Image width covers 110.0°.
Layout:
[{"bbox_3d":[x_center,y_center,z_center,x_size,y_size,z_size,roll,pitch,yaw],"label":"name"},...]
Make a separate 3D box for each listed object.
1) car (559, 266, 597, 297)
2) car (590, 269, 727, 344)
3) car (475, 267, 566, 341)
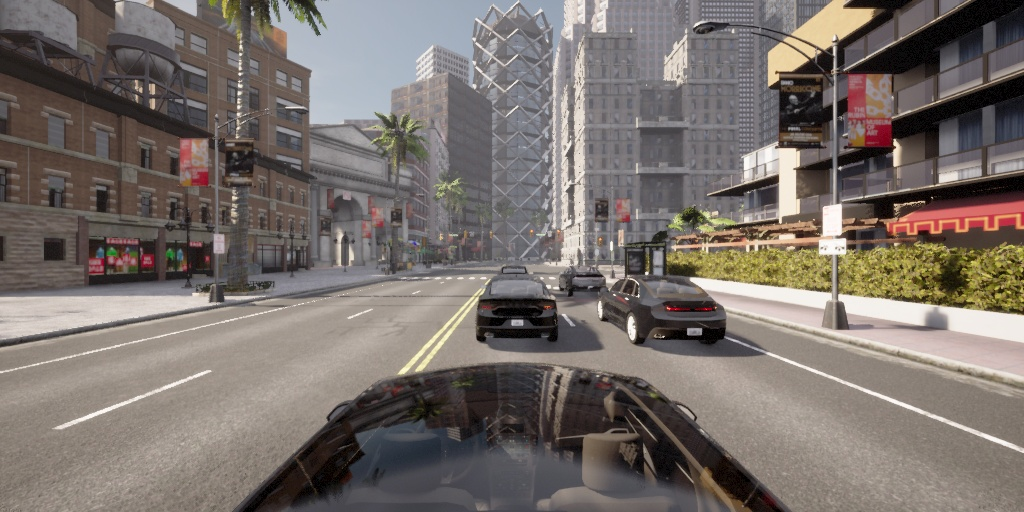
[{"bbox_3d":[3.605,1.241,18.934,2.128,1.511,4.902,0,0,0],"label":"car"},{"bbox_3d":[3.611,1.255,9.529,1.837,1.490,4.892,0,0,0],"label":"car"},{"bbox_3d":[0.110,1.228,9.884,1.882,1.535,5.008,0,0,0],"label":"car"}]
